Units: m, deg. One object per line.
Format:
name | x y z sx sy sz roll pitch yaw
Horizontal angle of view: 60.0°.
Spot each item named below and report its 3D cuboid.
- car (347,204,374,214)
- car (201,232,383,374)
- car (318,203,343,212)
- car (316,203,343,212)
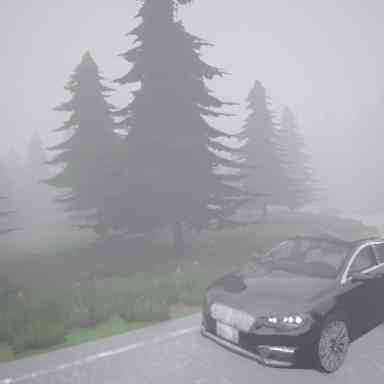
car | 21.951 2.213 43.502 1.895 1.301 4.718 -4 -2 7
car | 2.310 1.510 5.760 4.902 1.511 2.128 1 -1 -40
car | 18.806 2.378 44.873 1.812 1.442 4.674 -4 -2 7
car | 23.172 2.578 56.277 1.895 1.301 4.718 -4 -1 -8
